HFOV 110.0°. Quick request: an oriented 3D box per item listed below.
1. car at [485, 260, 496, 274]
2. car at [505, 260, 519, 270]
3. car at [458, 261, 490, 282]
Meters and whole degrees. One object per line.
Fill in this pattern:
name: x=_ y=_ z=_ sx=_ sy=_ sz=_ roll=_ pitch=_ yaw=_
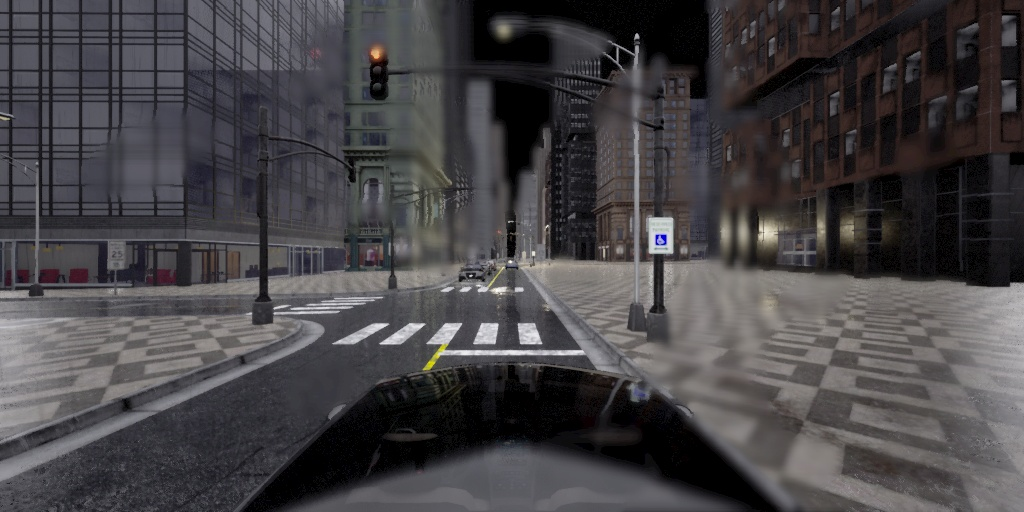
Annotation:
car: x=-3.105 y=1.244 z=37.952 sx=2.128 sy=1.511 sz=4.902 roll=0 pitch=0 yaw=0
car: x=-0.015 y=1.325 z=53.394 sx=1.994 sy=1.385 sz=4.181 roll=0 pitch=0 yaw=0
car: x=-3.111 y=1.314 z=28.981 sx=1.994 sy=1.385 sz=4.181 roll=0 pitch=0 yaw=0
